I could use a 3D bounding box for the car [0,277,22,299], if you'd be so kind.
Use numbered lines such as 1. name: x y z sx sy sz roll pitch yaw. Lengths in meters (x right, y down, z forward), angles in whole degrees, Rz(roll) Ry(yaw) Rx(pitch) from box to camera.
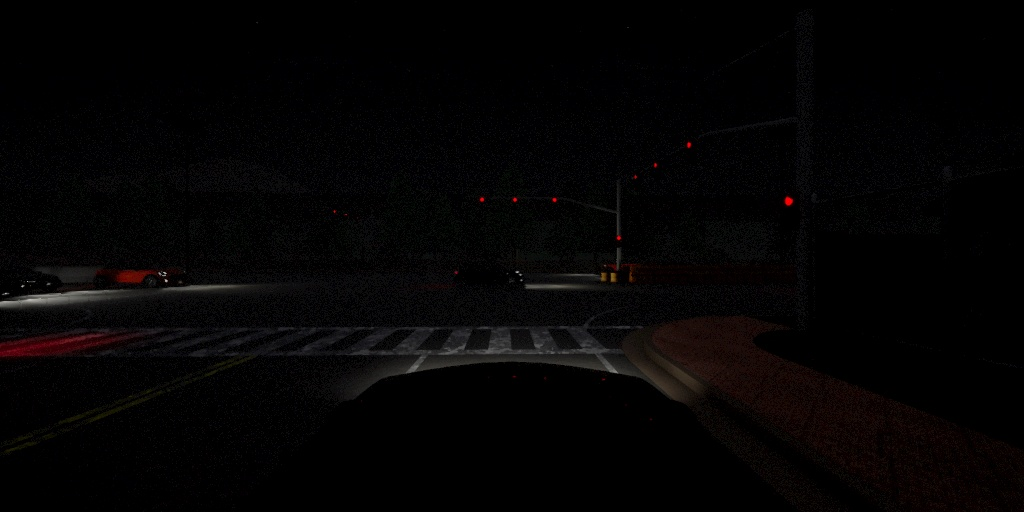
1. car: -10.469 1.227 4.444 1.882 1.535 5.008 0 0 -1

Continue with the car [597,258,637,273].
1. car: 11.415 1.102 38.128 4.553 1.767 2.097 0 0 -2

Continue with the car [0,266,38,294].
1. car: -25.206 1.294 15.746 5.357 1.411 2.033 0 0 -5

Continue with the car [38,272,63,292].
1. car: -27.347 1.246 19.210 4.892 1.490 1.837 0 0 -2

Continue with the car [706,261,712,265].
1. car: 16.349 1.276 34.779 4.674 1.442 1.812 0 0 -2

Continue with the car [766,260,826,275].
1. car: 30.583 1.242 38.719 4.902 1.511 2.128 0 0 -2

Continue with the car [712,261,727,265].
1. car: 20.532 1.255 38.413 4.892 1.490 1.837 0 0 -2

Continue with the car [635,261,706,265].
1. car: 13.705 1.255 31.196 4.892 1.490 1.837 0 0 -2

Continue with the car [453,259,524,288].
1. car: -1.489 1.102 23.518 4.553 1.767 2.097 0 0 -2

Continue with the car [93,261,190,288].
1. car: -23.423 1.098 22.833 4.553 1.767 2.097 0 0 -2

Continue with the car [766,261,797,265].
1. car: 22.960 1.351 31.485 4.718 1.301 1.895 0 0 -2
